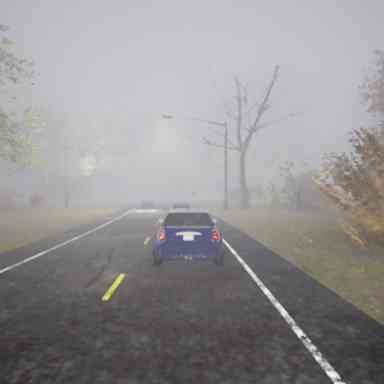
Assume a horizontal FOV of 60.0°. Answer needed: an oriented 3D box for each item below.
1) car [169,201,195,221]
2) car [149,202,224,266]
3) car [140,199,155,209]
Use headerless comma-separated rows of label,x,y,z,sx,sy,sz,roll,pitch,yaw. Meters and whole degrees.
car,-0.883,1.519,27.412,1.994,1.385,4.181,0,0,-3
car,-0.149,1.333,11.674,2.097,1.767,4.553,0,0,-1
car,-5.972,1.531,44.504,1.895,1.301,4.718,0,0,-5
